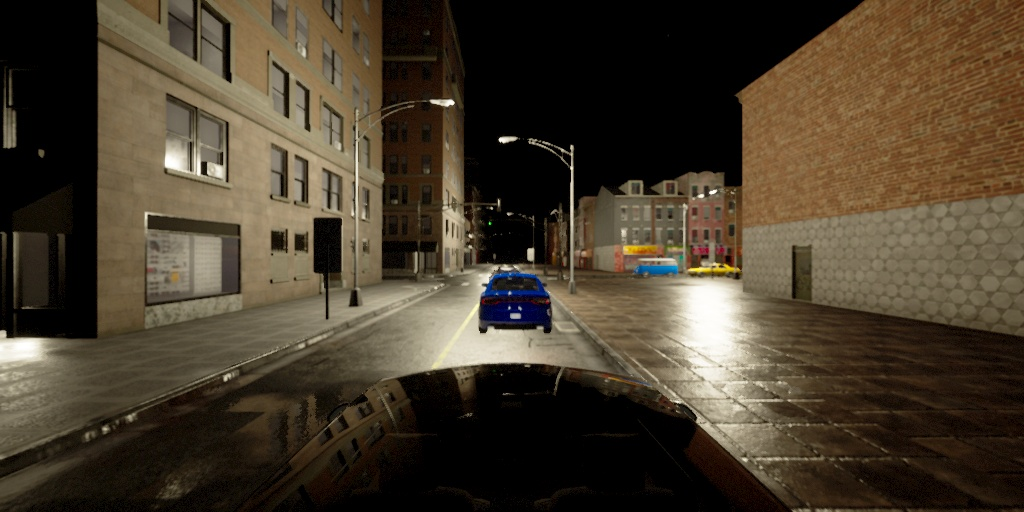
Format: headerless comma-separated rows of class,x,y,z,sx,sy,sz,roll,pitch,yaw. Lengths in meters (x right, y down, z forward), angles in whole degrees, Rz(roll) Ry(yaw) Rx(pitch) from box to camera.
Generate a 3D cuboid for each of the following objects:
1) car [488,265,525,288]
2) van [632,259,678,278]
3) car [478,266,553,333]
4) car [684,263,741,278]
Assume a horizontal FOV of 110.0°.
car,-0.473,1.364,25.089,1.994,1.385,4.181,0,0,-9
van,13.661,1.156,34.230,3.998,1.789,1.690,0,0,0
car,0.080,1.247,10.808,1.882,1.535,5.008,0,0,0
car,19.103,1.336,34.235,4.829,1.417,1.751,0,0,0
